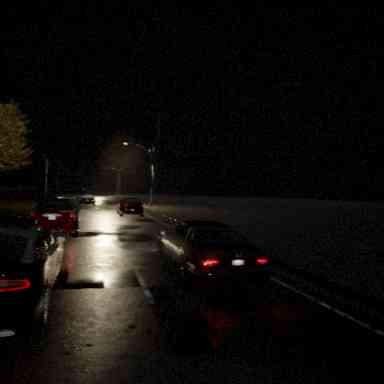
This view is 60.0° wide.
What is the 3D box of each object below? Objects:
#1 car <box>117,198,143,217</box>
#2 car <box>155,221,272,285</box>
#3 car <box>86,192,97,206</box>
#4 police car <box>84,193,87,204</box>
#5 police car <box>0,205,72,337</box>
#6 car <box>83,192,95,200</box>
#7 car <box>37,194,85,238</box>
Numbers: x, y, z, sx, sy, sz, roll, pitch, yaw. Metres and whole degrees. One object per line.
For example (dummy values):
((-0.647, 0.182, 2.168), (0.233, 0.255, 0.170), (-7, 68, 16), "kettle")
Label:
((-5.363, 1.227, 28.561), (1.882, 1.535, 5.008), (2, 0, -17), "car")
((0.280, 1.552, 9.640), (2.033, 1.411, 5.357), (2, 0, -17), "car")
((-12.825, 0.976, 41.039), (2.033, 1.411, 5.357), (2, 0, -16), "car")
((-8.196, 1.067, 21.811), (1.930, 1.638, 5.238), (2, 0, -17), "police car")
((-3.622, 1.274, 6.480), (1.930, 1.638, 5.238), (2, 0, -17), "police car")
((-18.650, 0.730, 60.504), (1.994, 1.385, 4.181), (2, 0, -17), "car")
((-6.439, 1.072, 15.928), (2.097, 1.767, 4.553), (2, 0, -17), "car")
